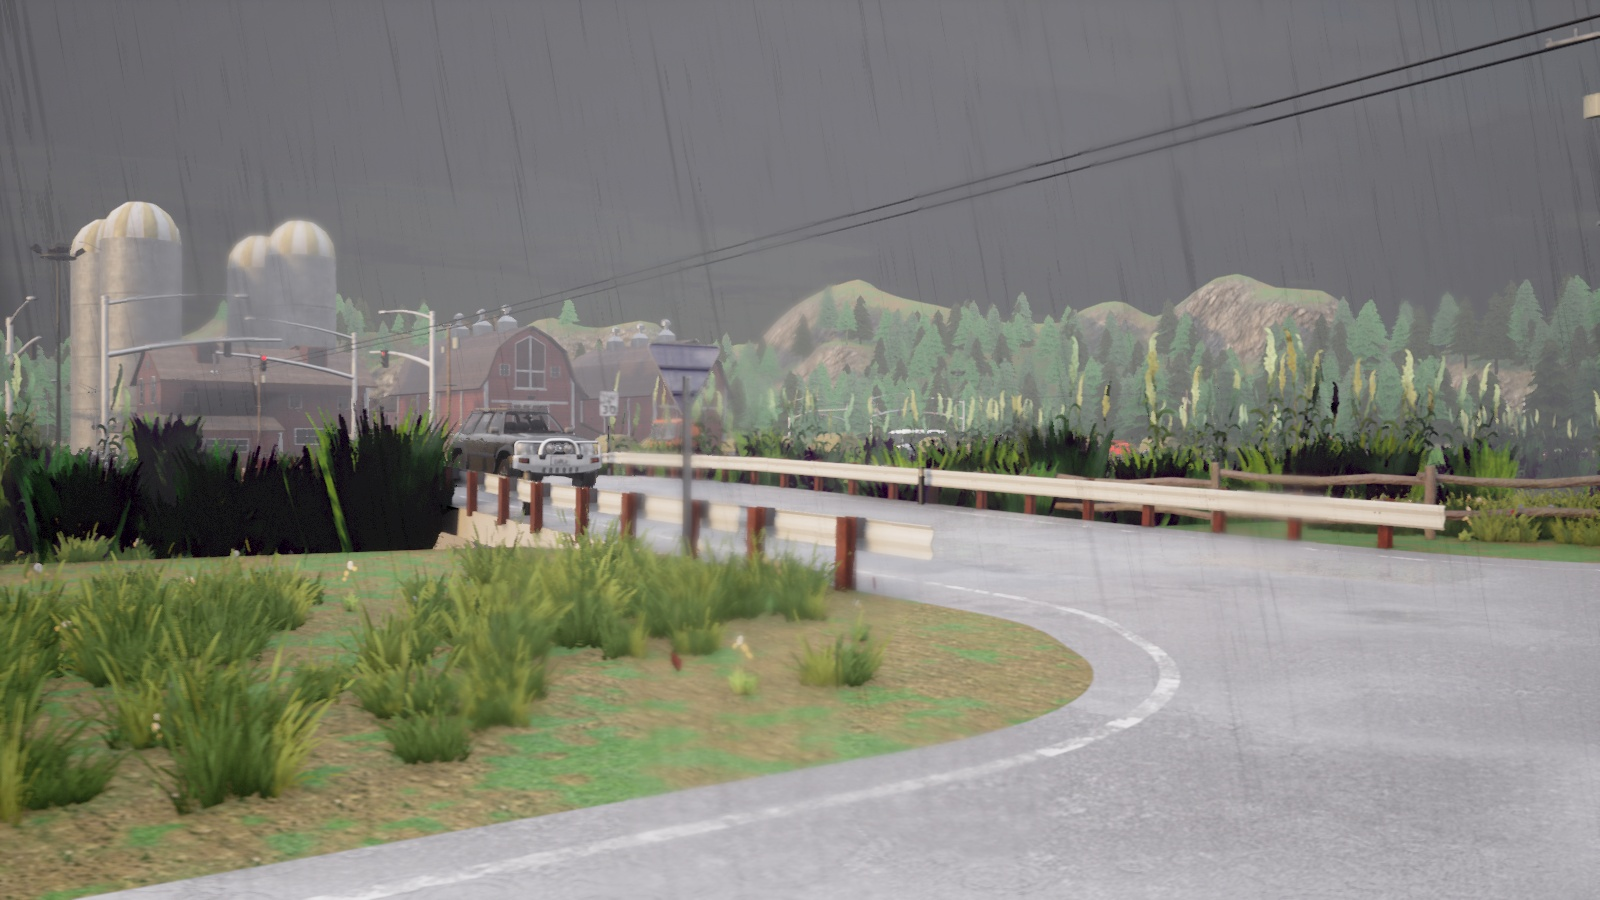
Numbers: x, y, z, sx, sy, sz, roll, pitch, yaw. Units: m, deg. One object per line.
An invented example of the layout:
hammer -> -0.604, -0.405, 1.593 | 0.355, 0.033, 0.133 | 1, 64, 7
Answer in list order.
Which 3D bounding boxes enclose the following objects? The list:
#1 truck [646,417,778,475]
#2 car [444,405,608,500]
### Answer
truck -> -5.405, -0.257, 78.297 | 7.936, 3.462, 2.891 | -1, 0, -38
car -> -6.000, -0.018, 27.053 | 1.932, 1.855, 4.605 | 0, 2, -33
